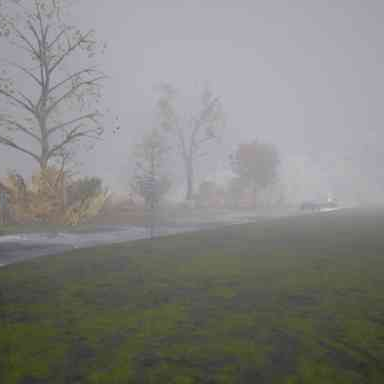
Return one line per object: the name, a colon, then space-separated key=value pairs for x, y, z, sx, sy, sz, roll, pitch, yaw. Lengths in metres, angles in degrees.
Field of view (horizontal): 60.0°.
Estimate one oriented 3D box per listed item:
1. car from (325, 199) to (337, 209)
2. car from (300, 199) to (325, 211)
car: x=22.567 y=1.924 z=54.934 sx=2.128 sy=1.511 sz=4.902 roll=0 pitch=0 yaw=36
car: x=16.692 y=1.872 z=46.717 sx=1.837 sy=1.490 sz=4.892 roll=0 pitch=0 yaw=36
